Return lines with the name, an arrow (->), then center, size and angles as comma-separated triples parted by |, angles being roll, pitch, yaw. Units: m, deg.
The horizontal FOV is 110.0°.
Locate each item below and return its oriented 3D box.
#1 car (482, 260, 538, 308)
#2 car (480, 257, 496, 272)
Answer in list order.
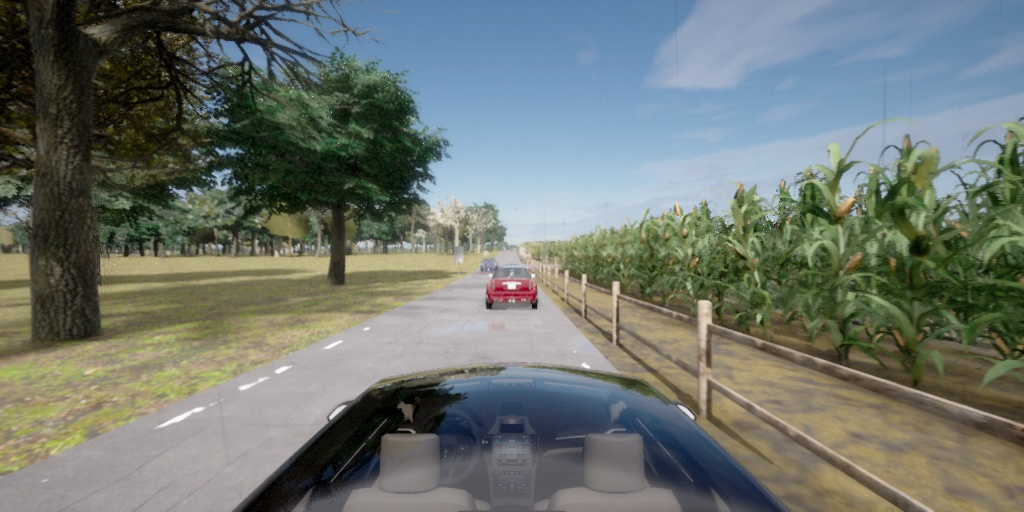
car -> -0.004, 1.204, 15.902 | 2.097, 1.767, 4.553 | 0, 0, 0
car -> -2.771, 1.001, 44.484 | 2.097, 1.767, 4.553 | 0, 1, 0
